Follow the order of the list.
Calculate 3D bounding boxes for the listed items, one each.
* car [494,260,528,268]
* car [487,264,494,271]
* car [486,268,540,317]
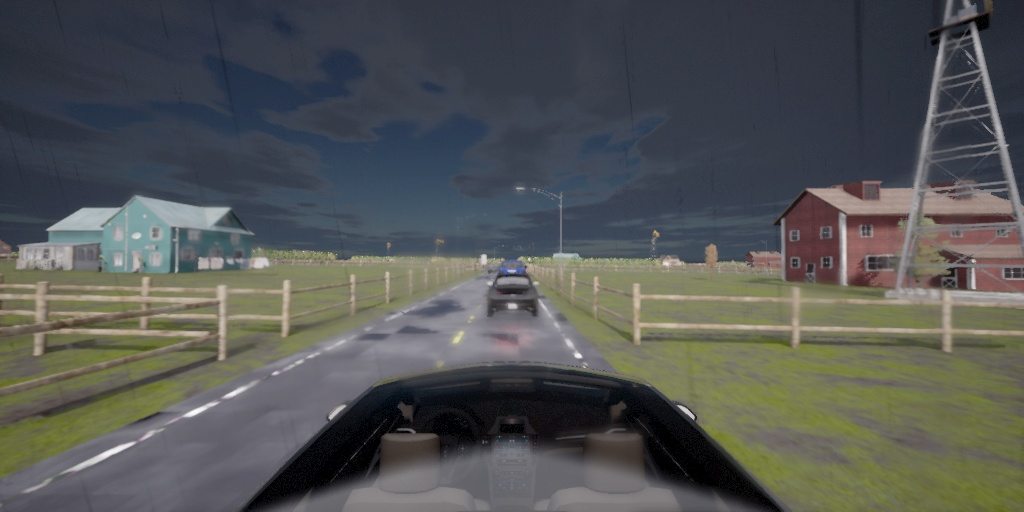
[{"bbox_3d":[0.033,1.327,28.061,2.150,2.045,5.566,0,-1,1],"label":"car"},{"bbox_3d":[-2.828,1.978,54.854,1.837,1.490,4.892,0,-1,0],"label":"car"},{"bbox_3d":[0.046,1.422,14.131,1.837,1.490,4.892,0,0,1],"label":"car"}]
